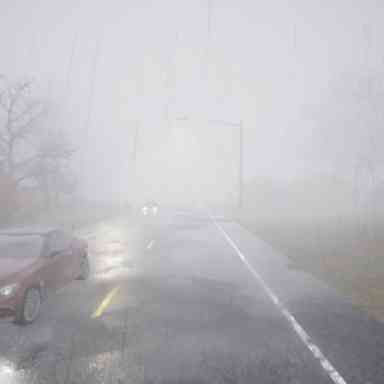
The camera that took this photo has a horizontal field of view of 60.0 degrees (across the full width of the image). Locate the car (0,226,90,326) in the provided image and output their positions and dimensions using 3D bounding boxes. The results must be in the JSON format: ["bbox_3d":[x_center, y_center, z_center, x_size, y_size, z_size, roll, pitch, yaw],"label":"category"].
[{"bbox_3d":[-3.609,1.526,7.192,1.812,1.442,4.674,0,0,0],"label":"car"}]

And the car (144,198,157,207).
[{"bbox_3d":[-6.149,1.557,49.449,1.895,1.301,4.718,0,0,-6],"label":"car"}]
